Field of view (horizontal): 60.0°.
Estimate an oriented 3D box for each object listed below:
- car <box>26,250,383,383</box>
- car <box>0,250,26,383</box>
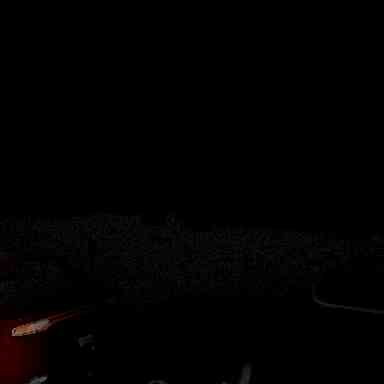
[{"bbox_3d":[1.455,1.314,1.925,5.009,1.841,2.192,-1,0,36],"label":"car"},{"bbox_3d":[-3.031,1.585,5.126,4.507,1.381,1.887,-1,0,36],"label":"car"}]
